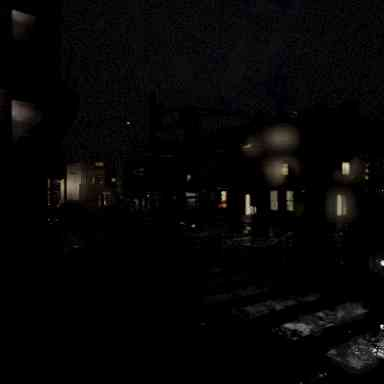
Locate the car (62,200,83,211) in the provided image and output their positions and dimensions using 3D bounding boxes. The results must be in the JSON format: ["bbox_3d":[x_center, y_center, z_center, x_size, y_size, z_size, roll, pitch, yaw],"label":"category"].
[{"bbox_3d":[-21.512,2.416,59.807,2.192,1.841,5.009,-1,0,-37],"label":"car"}]

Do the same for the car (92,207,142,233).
[{"bbox_3d":[-5.177,2.051,23.672,1.947,1.339,4.313,-1,0,-37],"label":"car"}]

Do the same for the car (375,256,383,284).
[{"bbox_3d":[6.519,1.725,8.208,4.718,1.301,1.895,1,0,-35],"label":"car"}]

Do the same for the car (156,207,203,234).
[{"bbox_3d":[-1.094,2.006,22.771,1.994,1.385,4.181,0,-1,-37],"label":"car"}]

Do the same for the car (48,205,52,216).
[{"bbox_3d":[-17.883,2.257,40.905,1.967,1.590,4.097,-1,0,-37],"label":"car"}]

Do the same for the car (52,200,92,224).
[{"bbox_3d":[-11.342,1.960,31.979,2.192,1.841,5.009,-1,0,-37],"label":"car"}]

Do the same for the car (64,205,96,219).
[{"bbox_3d":[-13.262,2.304,39.092,2.033,1.411,5.357,0,-1,-37],"label":"car"}]

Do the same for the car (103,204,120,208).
[{"bbox_3d":[-11.134,2.384,45.915,2.008,1.369,4.403,-1,0,-37],"label":"car"}]

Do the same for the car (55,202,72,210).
[{"bbox_3d":[-24.917,2.714,64.379,1.752,1.417,4.829,-1,0,-37],"label":"car"}]
